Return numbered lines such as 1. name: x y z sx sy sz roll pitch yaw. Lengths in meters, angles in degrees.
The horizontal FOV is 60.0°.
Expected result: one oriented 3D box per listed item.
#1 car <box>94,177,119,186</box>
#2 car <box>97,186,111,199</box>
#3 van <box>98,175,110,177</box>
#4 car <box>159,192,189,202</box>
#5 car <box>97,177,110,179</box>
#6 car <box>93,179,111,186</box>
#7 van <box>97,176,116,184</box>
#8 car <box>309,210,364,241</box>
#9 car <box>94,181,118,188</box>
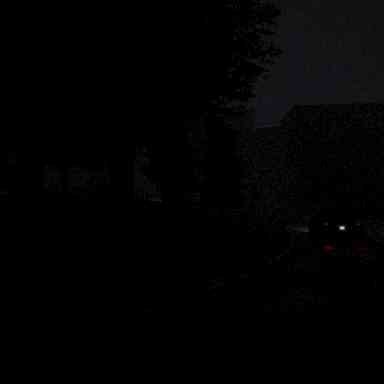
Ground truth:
1. car: -21.441 -2.747 83.326 5.566 2.045 2.435 -2 6 -34
2. car: -10.480 0.301 45.737 4.674 1.442 1.812 2 0 24
3. van: -20.595 -2.453 80.472 4.442 1.987 1.878 -2 6 -34
4. car: -2.418 0.638 45.416 4.181 1.385 1.994 3 1 31
5. car: -20.120 -1.952 77.375 5.366 1.575 1.946 -1 6 -34
6. car: -18.516 -1.408 71.592 4.892 1.521 2.231 -2 6 -34
7. van: -22.977 -3.264 89.169 4.442 1.987 1.878 -2 6 -34
8. car: 7.213 1.604 16.959 1.994 1.385 4.181 0 0 12
9. car: -19.236 -1.641 74.539 4.674 1.452 2.002 -1 6 -34
